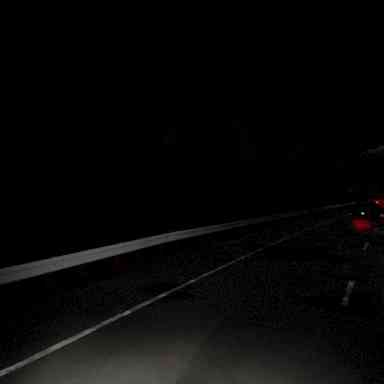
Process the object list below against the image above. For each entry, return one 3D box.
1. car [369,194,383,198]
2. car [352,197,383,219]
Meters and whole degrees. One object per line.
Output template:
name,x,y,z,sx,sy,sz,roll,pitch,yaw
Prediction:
car,21.396,1.221,38.013,2.150,2.045,5.566,0,0,35
car,15.499,1.505,29.507,1.837,1.490,4.892,0,0,34
